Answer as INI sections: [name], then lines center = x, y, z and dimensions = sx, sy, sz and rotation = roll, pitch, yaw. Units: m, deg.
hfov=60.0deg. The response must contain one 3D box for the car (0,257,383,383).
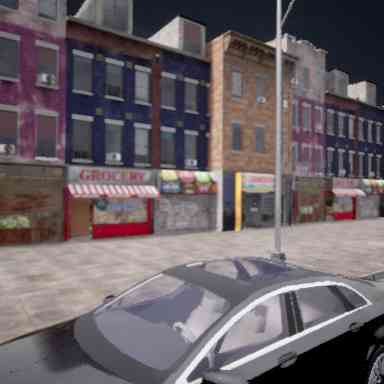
[car]
center = 0.248, 1.500, 3.231
dimensions = 4.902, 1.511, 2.128
rotation = 0, 0, -35
